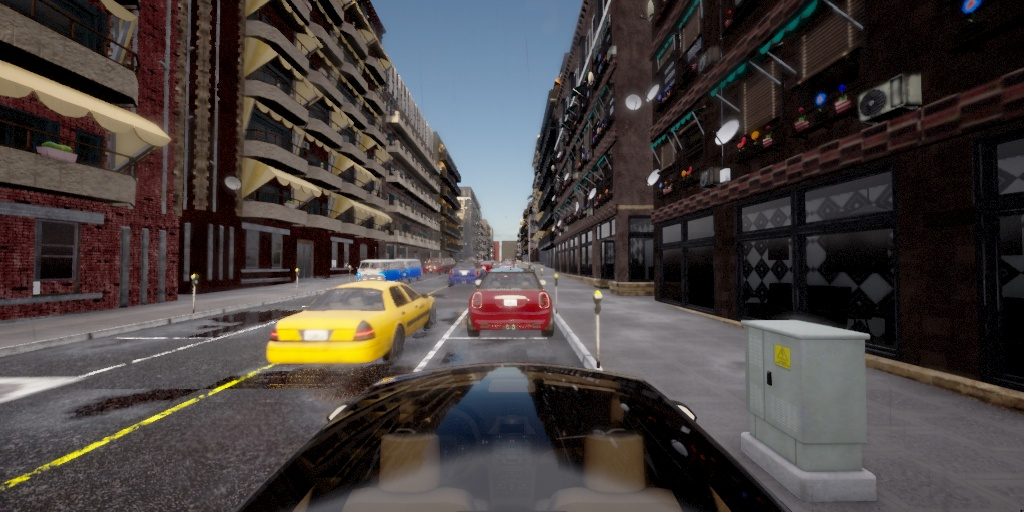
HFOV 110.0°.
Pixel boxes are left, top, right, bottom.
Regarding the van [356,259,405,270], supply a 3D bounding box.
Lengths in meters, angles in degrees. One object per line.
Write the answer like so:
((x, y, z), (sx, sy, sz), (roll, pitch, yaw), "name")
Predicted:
((-8.335, 1.108, 22.603), (1.690, 1.789, 3.998), (0, 0, 0), "van")

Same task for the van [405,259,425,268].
((-8.335, 1.118, 28.134), (1.690, 1.789, 3.998), (0, 0, 0), "van")

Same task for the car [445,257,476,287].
((-2.952, 1.121, 24.465), (2.097, 1.767, 4.553), (0, 0, 0), "car")

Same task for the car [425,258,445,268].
((-8.335, 1.115, 39.194), (2.192, 1.841, 5.009), (0, 0, 0), "car")

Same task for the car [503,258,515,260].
((-0.445, 1.240, 39.134), (1.967, 1.591, 4.097), (0, 0, 0), "car")

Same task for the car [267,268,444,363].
((-3.020, 1.209, 8.093), (1.801, 1.575, 5.366), (0, 0, 0), "car")

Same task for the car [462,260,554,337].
((-0.033, 1.108, 10.473), (2.097, 1.767, 4.553), (0, 0, 0), "car")
